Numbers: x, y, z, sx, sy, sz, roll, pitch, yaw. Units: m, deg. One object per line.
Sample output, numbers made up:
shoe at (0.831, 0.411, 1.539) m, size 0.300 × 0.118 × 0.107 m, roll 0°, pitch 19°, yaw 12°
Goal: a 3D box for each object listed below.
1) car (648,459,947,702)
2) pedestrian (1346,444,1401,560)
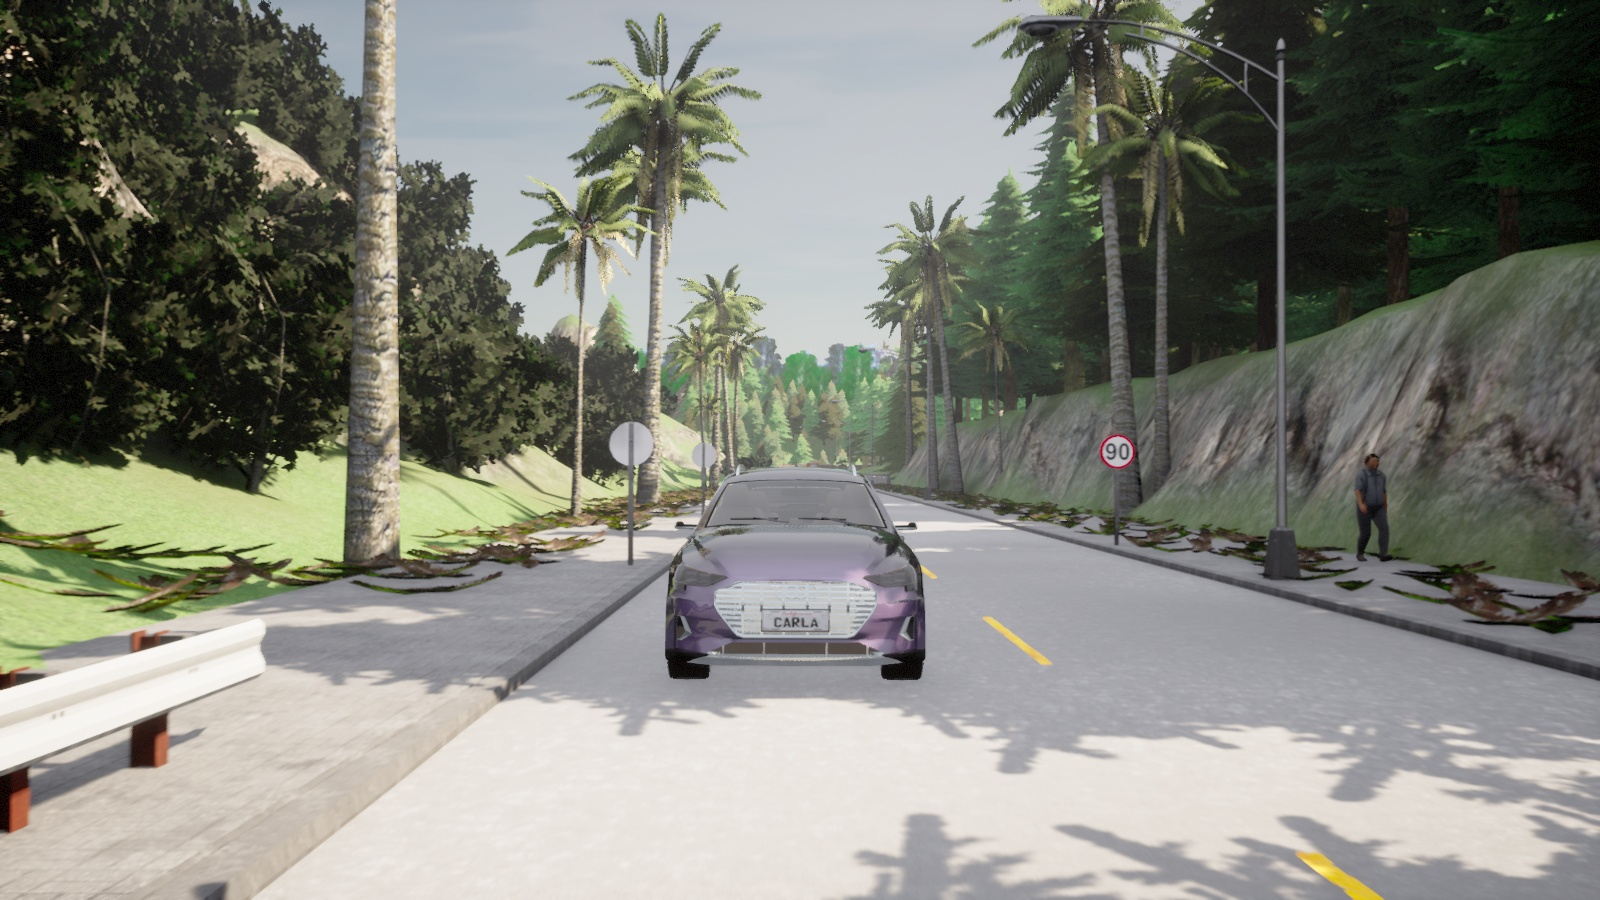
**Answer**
car at (-0.027, 0.929, 10.995) m, size 2.033 × 1.649 × 4.856 m, roll 0°, pitch -1°, yaw 0°
pedestrian at (9.255, 0.828, 20.286) m, size 0.540 × 1.848 × 0.694 m, roll 0°, pitch -1°, yaw 0°
